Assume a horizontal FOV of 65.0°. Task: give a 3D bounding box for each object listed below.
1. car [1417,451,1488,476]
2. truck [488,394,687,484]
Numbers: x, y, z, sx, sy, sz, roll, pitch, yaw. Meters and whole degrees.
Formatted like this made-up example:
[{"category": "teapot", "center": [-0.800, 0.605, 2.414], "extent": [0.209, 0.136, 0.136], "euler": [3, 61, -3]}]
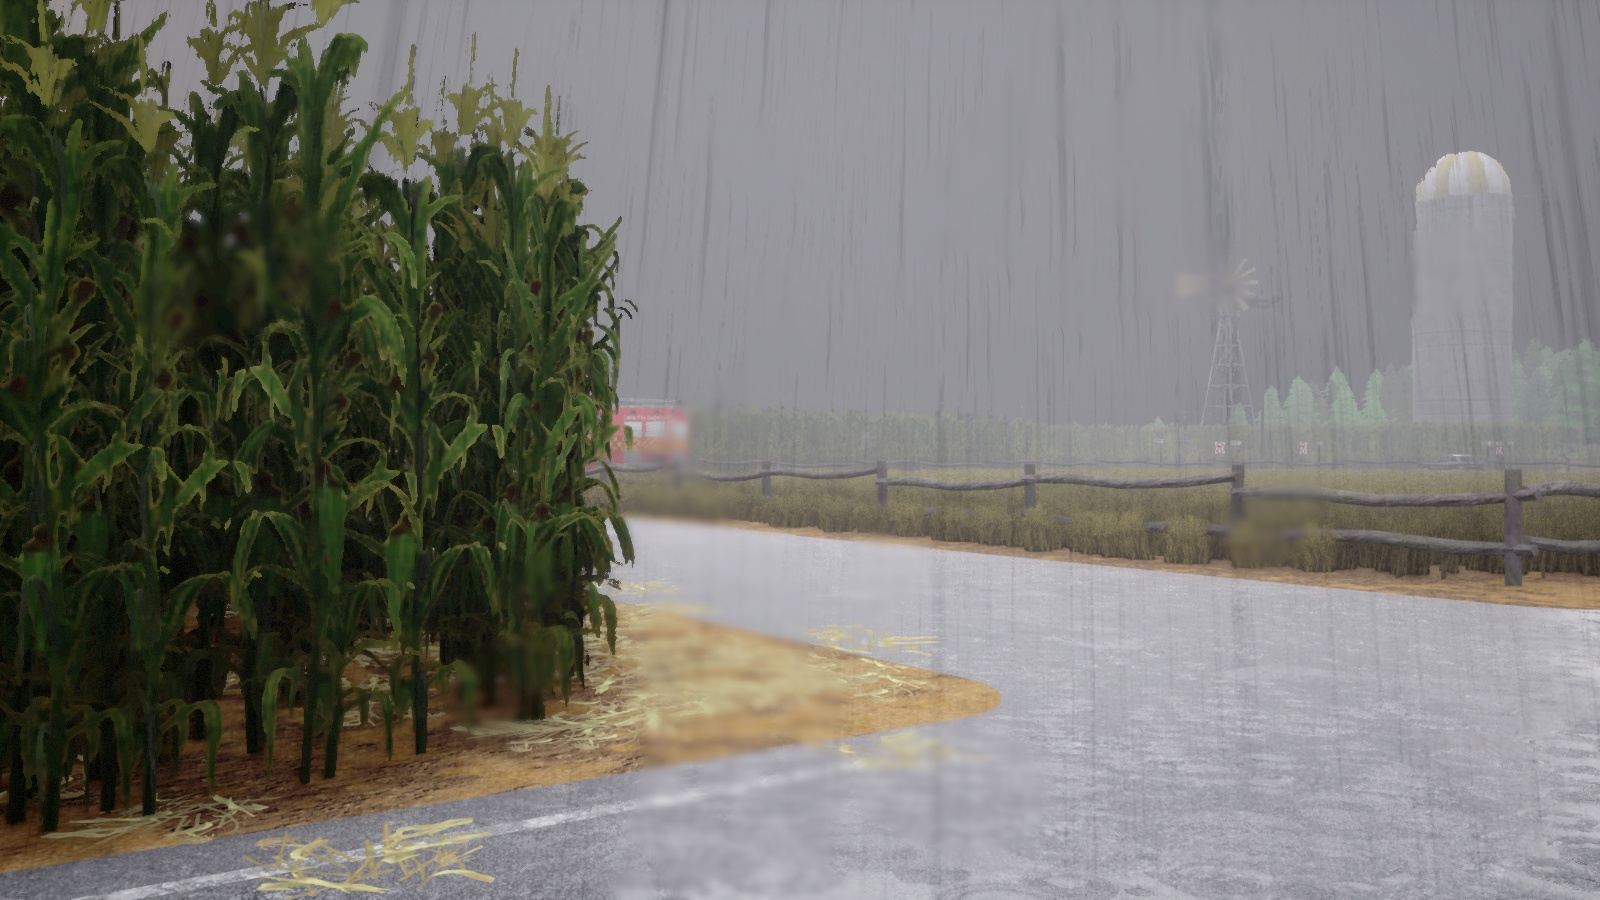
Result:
[{"category": "car", "center": [39.789, 0.813, 76.674], "extent": [1.970, 1.475, 3.806], "euler": [0, 0, -8]}, {"category": "truck", "center": [-9.523, -0.427, 56.944], "extent": [8.468, 3.827, 2.891], "euler": [0, 0, -34]}]
